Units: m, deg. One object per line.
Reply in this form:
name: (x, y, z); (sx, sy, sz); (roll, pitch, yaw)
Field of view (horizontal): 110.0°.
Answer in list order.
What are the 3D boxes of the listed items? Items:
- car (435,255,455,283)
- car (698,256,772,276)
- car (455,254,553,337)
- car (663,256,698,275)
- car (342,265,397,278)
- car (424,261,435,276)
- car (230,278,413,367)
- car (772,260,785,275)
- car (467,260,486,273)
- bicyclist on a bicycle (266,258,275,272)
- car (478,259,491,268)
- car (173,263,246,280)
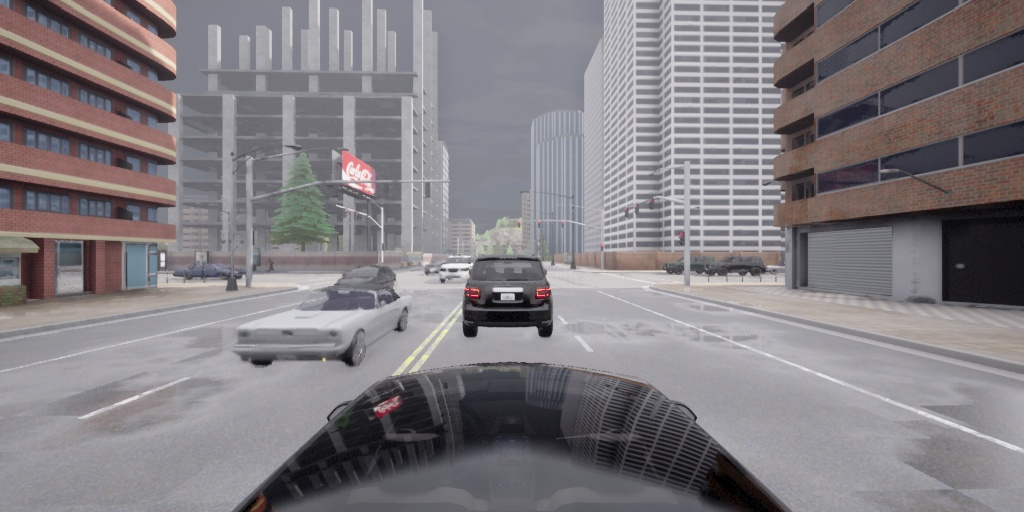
car: (-4.105, 0.970, 27.798); (2.150, 2.045, 5.566); (0, 0, 0)
car: (22.003, 0.971, 35.555); (5.566, 2.045, 2.150); (0, 0, -2)
car: (-0.118, 0.971, 10.407); (2.150, 2.045, 5.566); (0, 0, -1)
car: (19.393, 0.972, 38.985); (5.566, 2.045, 2.150); (0, 0, -1)
car: (-7.432, 1.254, 18.702); (1.837, 1.490, 4.892); (0, 0, -1)
car: (-7.814, 1.241, 37.473); (2.128, 1.511, 4.902); (0, 0, -1)
car: (-3.714, 1.351, 8.048); (1.895, 1.301, 4.718); (0, 0, -1)
car: (29.523, 1.351, 39.234); (4.718, 1.301, 1.895); (0, 0, -1)
car: (-4.487, 1.297, 46.028); (2.033, 1.411, 5.357); (0, 0, -1)
bicyclist on a bicycle: (-28.696, 1.051, 42.535); (0.582, 1.620, 1.656); (0, 0, -1)
car: (-4.792, 1.313, 62.489); (1.994, 1.385, 4.181); (0, 0, -1)
car: (-25.618, 1.297, 30.627); (5.357, 1.411, 2.033); (0, 0, -1)
